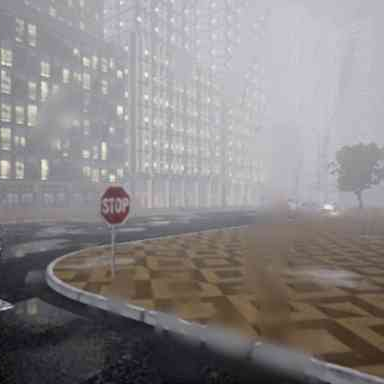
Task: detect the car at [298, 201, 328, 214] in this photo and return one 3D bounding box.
[{"bbox_3d":[15.698,2.184,43.194,1.895,1.301,4.718,0,-1,37],"label":"car"}]

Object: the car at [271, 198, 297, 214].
[{"bbox_3d":[12.483,1.789,44.316,2.150,2.045,5.566,0,-1,36],"label":"car"}]

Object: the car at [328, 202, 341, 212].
[{"bbox_3d":[21.385,2.268,51.026,1.812,1.442,4.674,0,-1,36],"label":"car"}]

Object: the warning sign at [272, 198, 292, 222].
[{"bbox_3d":[7.327,1.402,27.028,1.300,1.860,1.060,1,1,36],"label":"warning sign"}]

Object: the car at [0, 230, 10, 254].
[{"bbox_3d":[-7.317,1.444,9.402,2.033,1.411,5.357,1,0,-3],"label":"car"}]

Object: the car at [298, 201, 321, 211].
[{"bbox_3d":[18.765,2.235,52.949,2.128,1.511,4.902,0,-1,36],"label":"car"}]
